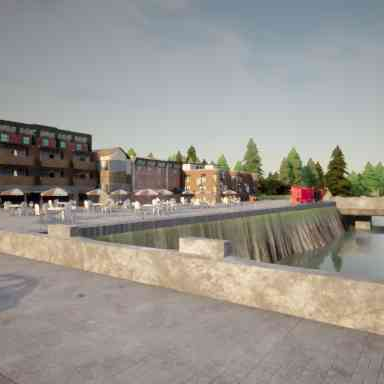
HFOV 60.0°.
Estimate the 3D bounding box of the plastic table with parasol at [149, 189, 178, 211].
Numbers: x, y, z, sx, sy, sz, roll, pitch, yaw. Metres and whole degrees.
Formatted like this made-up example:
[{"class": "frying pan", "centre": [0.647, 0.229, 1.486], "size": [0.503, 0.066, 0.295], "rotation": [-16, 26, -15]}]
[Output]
[{"class": "plastic table with parasol", "centre": [-3.364, 0.925, 39.482], "size": [2.482, 2.480, 2.482], "rotation": [0, 0, 36]}]
